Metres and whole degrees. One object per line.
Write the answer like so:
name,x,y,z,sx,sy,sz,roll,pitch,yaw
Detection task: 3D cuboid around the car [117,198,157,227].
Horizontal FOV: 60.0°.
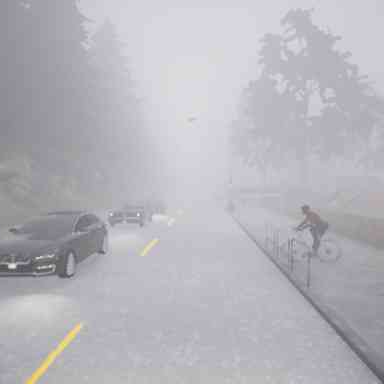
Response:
car,-3.485,1.240,19.744,1.895,1.301,4.718,0,1,2

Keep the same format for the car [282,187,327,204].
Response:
car,14.295,0.463,42.454,5.566,2.045,2.150,1,1,2

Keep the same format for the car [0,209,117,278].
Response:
car,-3.823,1.326,9.644,1.837,1.490,4.892,0,1,2

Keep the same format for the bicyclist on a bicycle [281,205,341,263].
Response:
bicyclist on a bicycle,3.298,1.184,9.218,1.656,1.620,0.582,0,1,2

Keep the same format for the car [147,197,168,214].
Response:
car,-3.144,1.095,27.440,1.994,1.385,4.181,0,1,2
